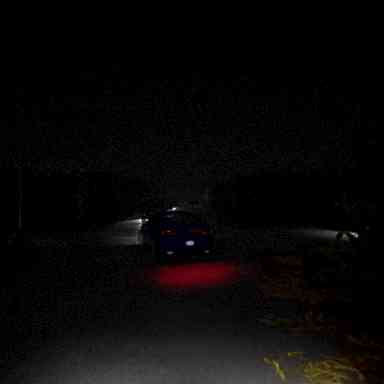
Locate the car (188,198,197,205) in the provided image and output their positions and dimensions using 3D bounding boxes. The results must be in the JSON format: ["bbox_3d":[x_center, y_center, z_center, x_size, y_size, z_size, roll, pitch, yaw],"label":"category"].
[{"bbox_3d":[0.096,1.812,64.019,2.128,1.511,4.902,0,-1,0],"label":"car"}]

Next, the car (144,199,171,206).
[{"bbox_3d":[-3.191,1.569,29.219,1.994,1.385,4.181,0,0,0],"label":"car"}]

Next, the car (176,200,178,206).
[{"bbox_3d":[-3.185,1.567,51.170,2.128,1.511,4.902,0,-1,0],"label":"car"}]

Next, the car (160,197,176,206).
[{"bbox_3d":[-3.197,1.477,39.416,1.837,1.490,4.892,0,1,0],"label":"car"}]

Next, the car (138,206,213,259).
[{"bbox_3d":[-0.771,1.450,12.486,1.882,1.535,5.008,1,-1,-17],"label":"car"}]
